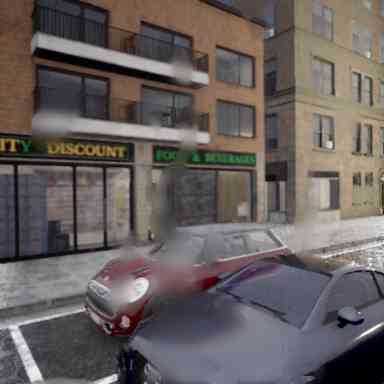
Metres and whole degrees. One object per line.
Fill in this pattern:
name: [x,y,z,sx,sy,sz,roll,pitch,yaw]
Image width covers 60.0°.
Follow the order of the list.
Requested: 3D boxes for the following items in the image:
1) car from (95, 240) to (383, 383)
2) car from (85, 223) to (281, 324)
car: [1.270,1.516,3.985,4.181,1.385,1.994,-1,1,-36]
car: [0.134,1.386,6.292,4.097,1.590,1.967,-1,1,-36]
